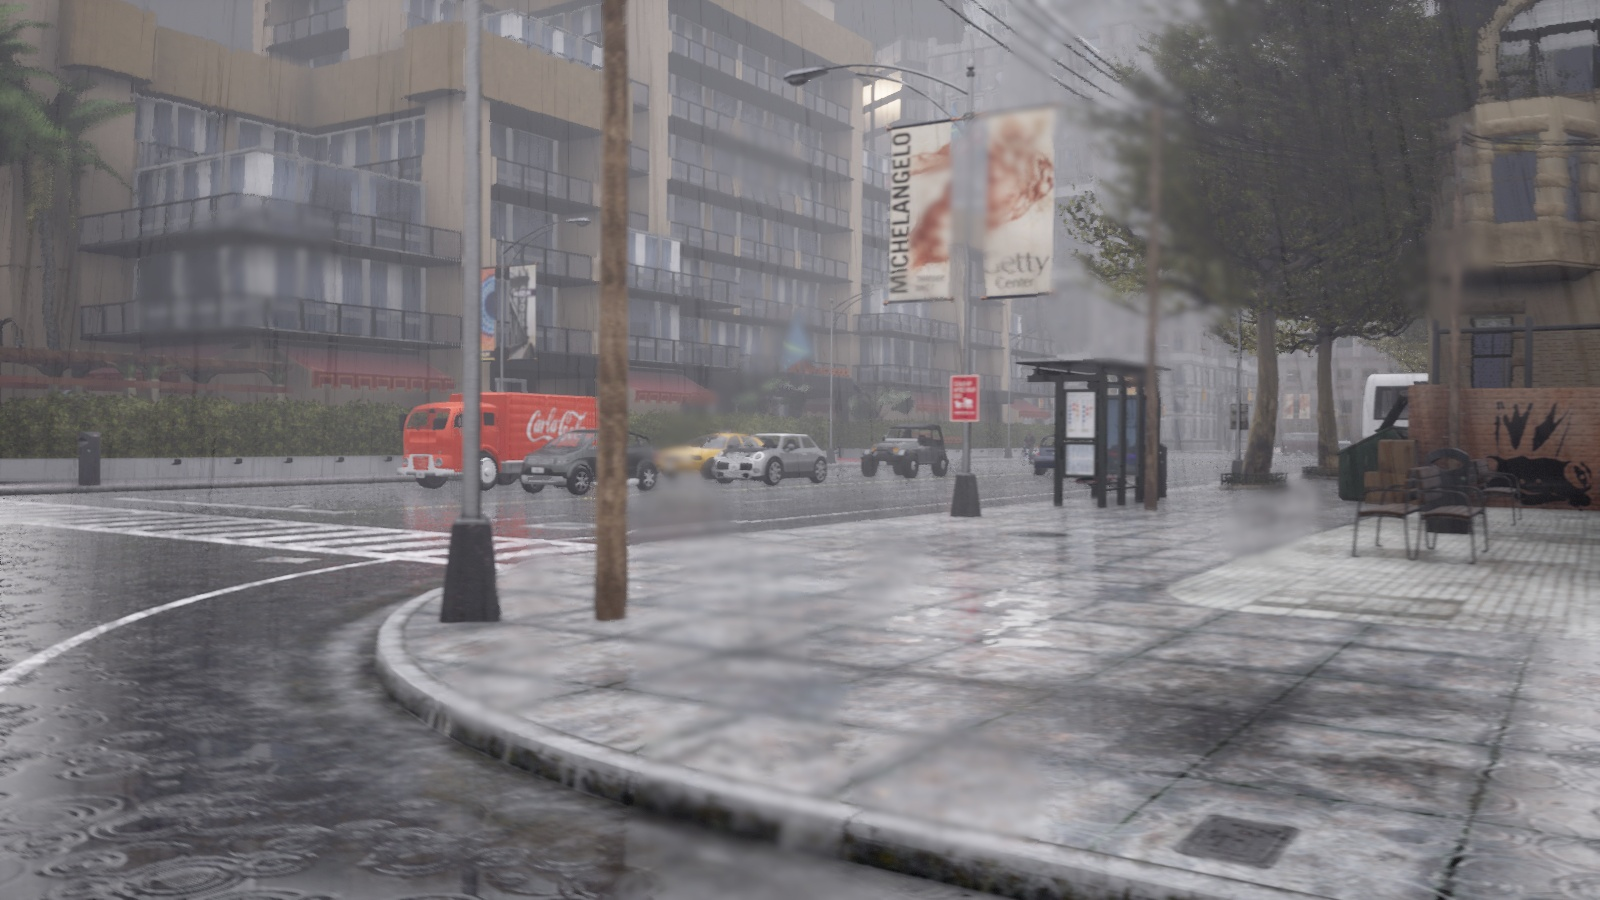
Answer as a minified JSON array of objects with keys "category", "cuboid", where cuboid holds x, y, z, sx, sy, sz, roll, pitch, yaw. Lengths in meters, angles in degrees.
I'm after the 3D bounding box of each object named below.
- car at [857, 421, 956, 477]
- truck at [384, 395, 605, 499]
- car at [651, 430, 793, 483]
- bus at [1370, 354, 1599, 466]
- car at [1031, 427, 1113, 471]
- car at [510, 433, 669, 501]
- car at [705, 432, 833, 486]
[{"category":"car","cuboid":[3.795,-0.075,44.377,1.905,1.878,3.866,0,1,32]},{"category":"truck","cuboid":[-7.808,-0.108,32.641,2.627,2.467,5.204,0,1,32]},{"category":"car","cuboid":[-2.453,0.164,41.060,1.801,1.575,5.366,0,1,33]},{"category":"bus","cuboid":[28.977,-1.549,51.082,10.273,4.253,3.944,0,1,29]},{"category":"car","cuboid":[10.533,-0.083,48.457,1.851,1.617,3.988,0,1,32]},{"category":"car","cuboid":[-5.044,0.362,30.480,1.789,1.549,3.705,0,1,32]},{"category":"car","cuboid":[-0.848,0.228,37.063,1.970,1.475,3.806,0,1,33]}]
